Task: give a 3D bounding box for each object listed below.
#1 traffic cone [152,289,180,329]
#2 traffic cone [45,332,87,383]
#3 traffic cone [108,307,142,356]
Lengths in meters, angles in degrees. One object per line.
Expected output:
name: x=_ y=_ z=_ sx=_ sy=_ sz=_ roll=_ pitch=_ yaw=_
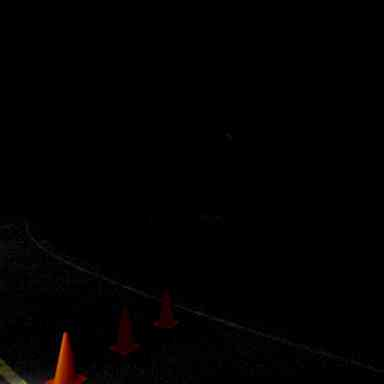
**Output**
traffic cone: x=-0.434 y=1.932 z=5.607 sx=0.340 sy=0.580 sz=0.340 roll=1 pitch=1 yaw=32
traffic cone: x=-1.479 y=1.946 z=3.910 sx=0.340 sy=0.580 sz=0.340 roll=1 pitch=1 yaw=32
traffic cone: x=-0.957 y=1.939 z=4.759 sx=0.340 sy=0.580 sz=0.340 roll=1 pitch=1 yaw=32
